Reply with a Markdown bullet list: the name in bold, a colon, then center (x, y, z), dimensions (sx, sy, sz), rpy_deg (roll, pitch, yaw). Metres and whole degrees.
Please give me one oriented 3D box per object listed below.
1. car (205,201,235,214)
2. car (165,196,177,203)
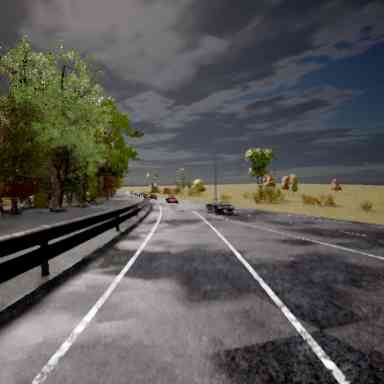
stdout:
- **car**: center (2.813, 1.554, 34.821), dimensions (1.895, 1.301, 4.718), rpy_deg (0, 0, -12)
- **car**: center (-4.246, 1.552, 66.985), dimensions (1.994, 1.385, 4.181), rpy_deg (0, 0, -12)
